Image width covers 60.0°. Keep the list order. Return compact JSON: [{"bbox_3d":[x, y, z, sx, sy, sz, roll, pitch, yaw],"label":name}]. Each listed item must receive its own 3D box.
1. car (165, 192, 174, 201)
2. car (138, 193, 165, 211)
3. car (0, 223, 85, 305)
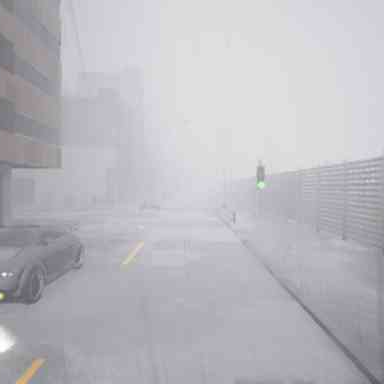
[{"bbox_3d":[-4.016,0.741,55.567,1.812,1.442,4.674,0,1,0],"label":"car"},{"bbox_3d":[-4.005,1.092,32.613,1.812,1.442,4.674,0,1,0],"label":"car"},{"bbox_3d":[-4.002,1.453,7.697,1.994,1.385,4.181,0,1,0],"label":"car"}]
